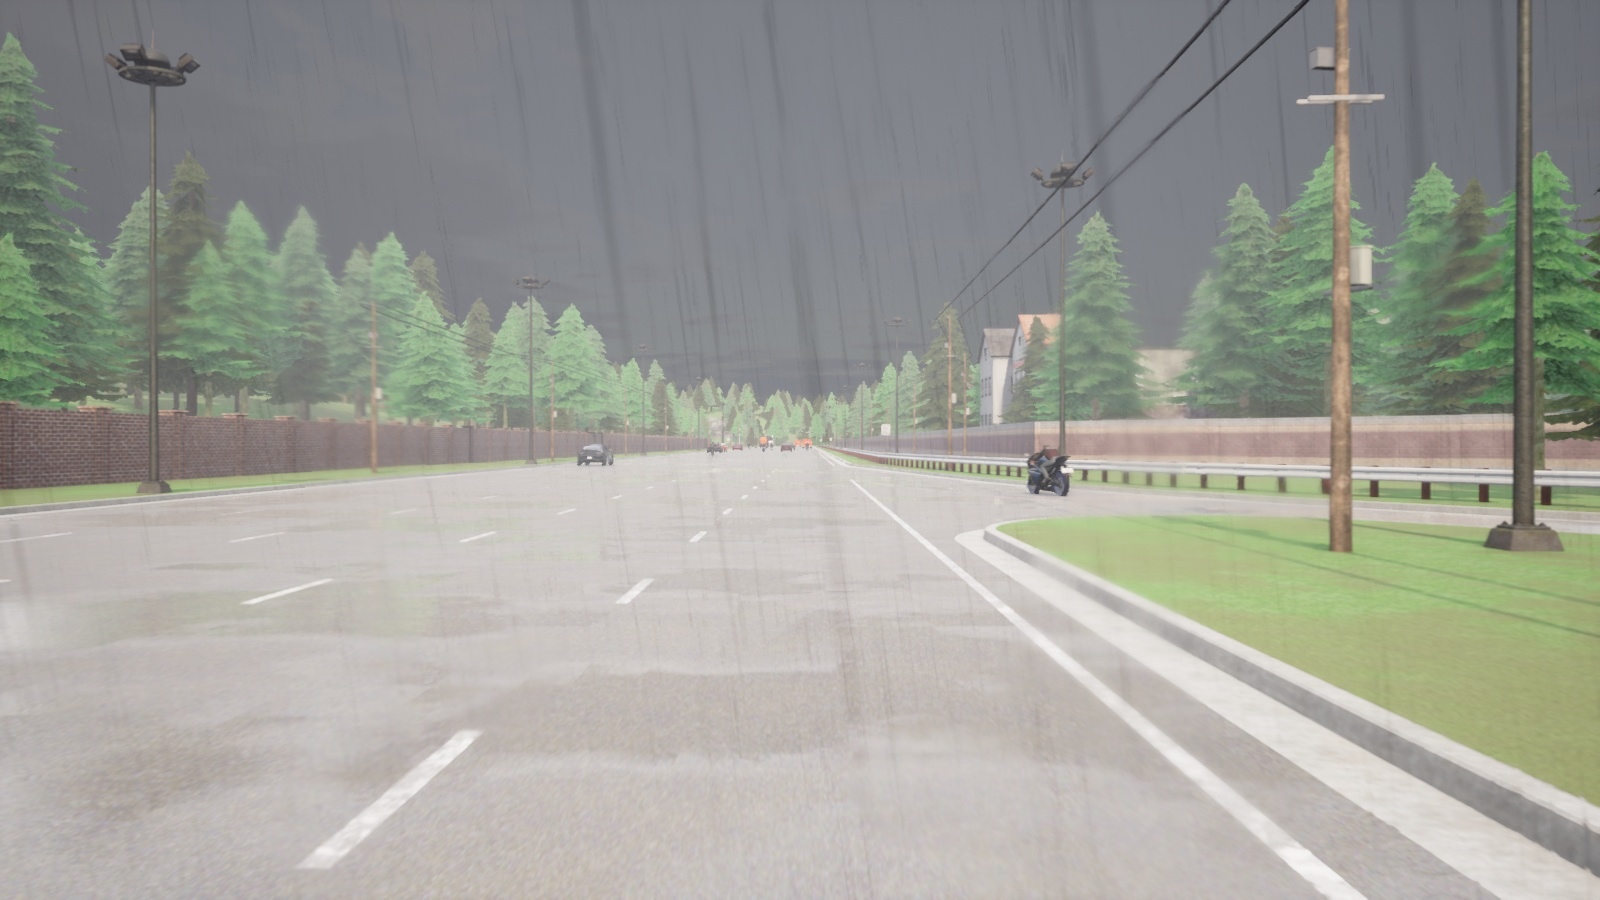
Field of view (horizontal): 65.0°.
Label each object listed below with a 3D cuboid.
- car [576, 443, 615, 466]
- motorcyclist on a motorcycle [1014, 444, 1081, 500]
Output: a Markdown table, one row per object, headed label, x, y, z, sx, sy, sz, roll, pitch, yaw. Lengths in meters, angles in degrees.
| label | x | y | z | sx | sy | sz | roll | pitch | yaw |
| --- | --- | --- | --- | --- | --- | --- | --- | --- | --- |
| car | -13.511 | 0.293 | 83.064 | 1.812 | 1.442 | 4.674 | 0 | 0 | 0 |
| motorcyclist on a motorcycle | 6.983 | 0.587 | 35.546 | 0.866 | 1.530 | 2.191 | 0 | 0 | -19 |
